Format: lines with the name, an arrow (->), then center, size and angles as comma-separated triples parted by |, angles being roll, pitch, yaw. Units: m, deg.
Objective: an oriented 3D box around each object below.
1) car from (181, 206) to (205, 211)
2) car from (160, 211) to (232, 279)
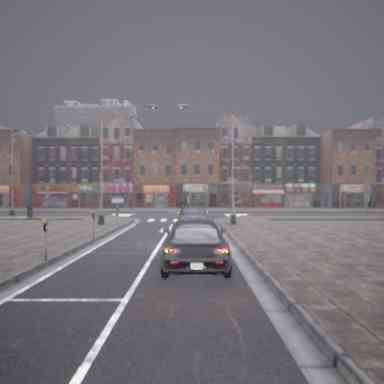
car -> 0.068, 1.548, 20.429 | 2.033, 1.411, 5.357 | 0, 0, -1
car -> 0.097, 1.525, 9.898 | 1.812, 1.442, 4.674 | 0, 0, 0
